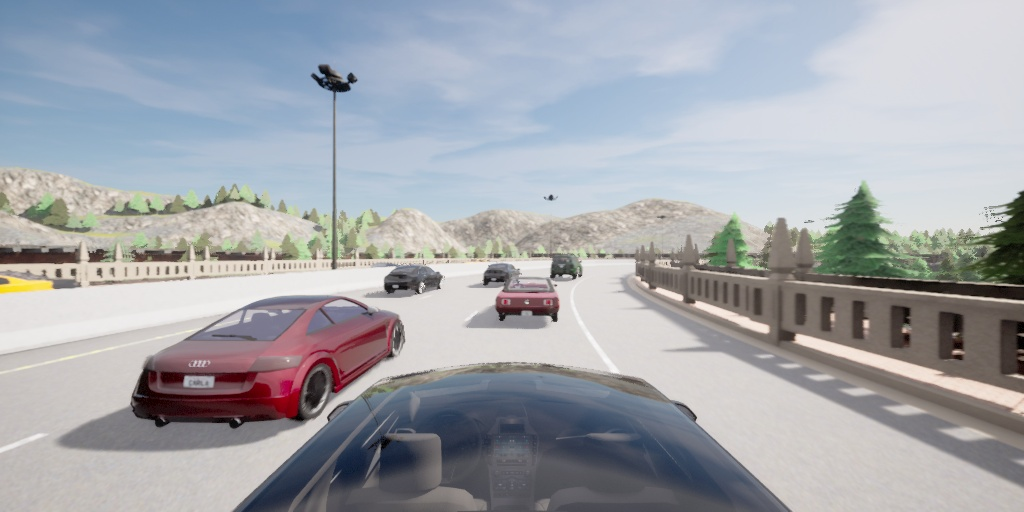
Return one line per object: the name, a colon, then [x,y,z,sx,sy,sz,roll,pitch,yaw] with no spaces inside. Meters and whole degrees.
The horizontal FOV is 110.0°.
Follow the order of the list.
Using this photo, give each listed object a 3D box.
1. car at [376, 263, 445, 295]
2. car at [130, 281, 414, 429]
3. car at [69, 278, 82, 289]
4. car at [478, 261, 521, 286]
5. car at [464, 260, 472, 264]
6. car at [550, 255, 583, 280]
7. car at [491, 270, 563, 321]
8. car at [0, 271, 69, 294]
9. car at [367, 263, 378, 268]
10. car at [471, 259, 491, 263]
car: [-5.298,1.251,19.982,1.837,1.490,4.892,0,0,10]
car: [-3.274,1.313,5.839,1.994,1.385,4.181,0,0,2]
car: [-20.492,1.294,13.739,2.033,1.411,5.357,0,0,6]
car: [-0.613,1.249,25.283,1.837,1.490,4.892,0,0,13]
car: [-5.828,1.221,58.748,1.882,1.535,5.008,0,0,31]
car: [4.911,0.964,31.801,2.150,2.045,5.566,0,0,19]
car: [0.641,1.348,12.446,1.895,1.301,4.718,0,0,5]
car: [-17.183,1.226,10.503,1.882,1.535,5.008,0,0,4]
car: [-10.605,1.269,29.278,1.812,1.442,4.674,0,0,15]
car: [-3.715,1.338,55.429,1.895,1.301,4.718,0,0,30]
